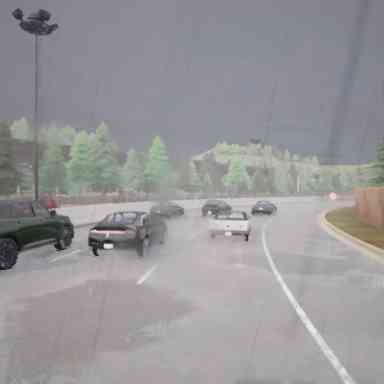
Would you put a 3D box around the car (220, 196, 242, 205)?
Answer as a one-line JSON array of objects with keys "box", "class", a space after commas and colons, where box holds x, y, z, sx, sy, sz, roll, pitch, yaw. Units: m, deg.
[{"box": [7.168, 1.488, 61.312, 1.837, 1.490, 4.892, 0, 0, 37], "class": "car"}]

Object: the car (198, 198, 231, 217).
[{"box": [2.319, 1.491, 30.491, 1.837, 1.490, 4.892, 0, 0, 20], "class": "car"}]

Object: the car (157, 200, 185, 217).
[{"box": [-2.062, 1.534, 28.445, 1.994, 1.385, 4.181, 0, 0, 18], "class": "car"}]

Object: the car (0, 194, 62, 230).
[{"box": [-11.316, 1.157, 22.118, 2.150, 2.045, 5.566, 0, 0, 13], "class": "car"}]

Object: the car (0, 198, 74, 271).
[{"box": [-6.049, 1.188, 11.021, 2.150, 2.045, 5.566, 0, 0, 7], "class": "car"}]

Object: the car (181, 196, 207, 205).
[{"box": [0.428, 1.505, 57.914, 2.033, 1.411, 5.357, 0, 0, 34], "class": "car"}]

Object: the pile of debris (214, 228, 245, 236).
[{"box": [2.074, 2.170, 18.069, 1.500, 0.140, 1.860, 0, 0, 13], "class": "pile of debris"}]

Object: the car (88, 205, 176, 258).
[{"box": [-2.235, 1.472, 12.746, 2.128, 1.511, 4.902, 0, 0, 9], "class": "car"}]

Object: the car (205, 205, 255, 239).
[{"box": [2.119, 1.592, 17.306, 1.895, 1.301, 4.718, 1, 0, 12], "class": "car"}]

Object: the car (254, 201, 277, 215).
[{"box": [7.400, 1.569, 33.793, 1.994, 1.385, 4.181, 0, 0, 23], "class": "car"}]

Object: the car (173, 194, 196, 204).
[{"box": [-1.344, 1.300, 61.476, 2.097, 1.767, 4.553, 0, 0, 35], "class": "car"}]
